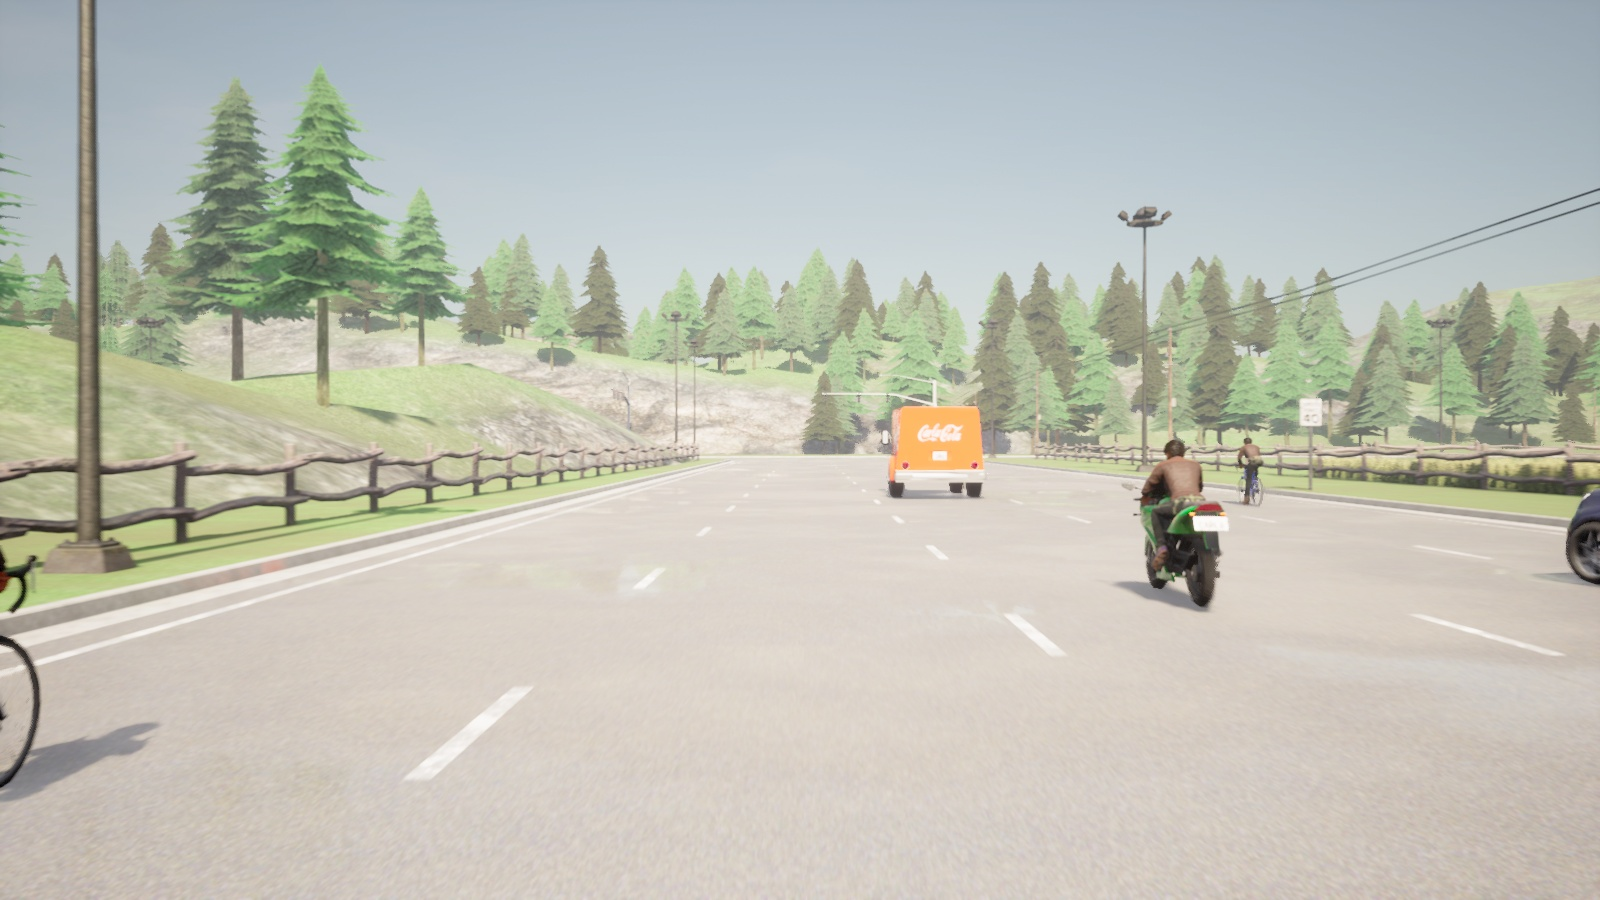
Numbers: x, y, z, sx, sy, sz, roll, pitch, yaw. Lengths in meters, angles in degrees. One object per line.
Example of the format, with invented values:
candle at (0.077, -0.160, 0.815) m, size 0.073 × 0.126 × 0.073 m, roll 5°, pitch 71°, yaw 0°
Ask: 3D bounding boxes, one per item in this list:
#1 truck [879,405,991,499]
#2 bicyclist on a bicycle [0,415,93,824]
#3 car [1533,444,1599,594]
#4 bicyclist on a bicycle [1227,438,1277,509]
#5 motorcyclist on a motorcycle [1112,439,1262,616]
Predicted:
truck at (3.718, 0.056, 35.579) m, size 2.627 × 2.467 × 5.204 m, roll 0°, pitch 0°, yaw 0°
bicyclist on a bicycle at (-3.458, 0.669, 4.784) m, size 0.582 × 1.620 × 1.656 m, roll 0°, pitch 0°, yaw 0°
car at (9.184, 0.700, 11.893) m, size 1.845 × 1.501 × 3.633 m, roll 0°, pitch 0°, yaw -14°
bicyclist on a bicycle at (10.684, 0.538, 29.717) m, size 0.582 × 1.620 × 1.656 m, roll 0°, pitch 0°, yaw 0°
motorcyclist on a motorcycle at (3.582, 0.664, 11.825) m, size 0.797 × 1.523 × 2.044 m, roll 0°, pitch 0°, yaw 0°
